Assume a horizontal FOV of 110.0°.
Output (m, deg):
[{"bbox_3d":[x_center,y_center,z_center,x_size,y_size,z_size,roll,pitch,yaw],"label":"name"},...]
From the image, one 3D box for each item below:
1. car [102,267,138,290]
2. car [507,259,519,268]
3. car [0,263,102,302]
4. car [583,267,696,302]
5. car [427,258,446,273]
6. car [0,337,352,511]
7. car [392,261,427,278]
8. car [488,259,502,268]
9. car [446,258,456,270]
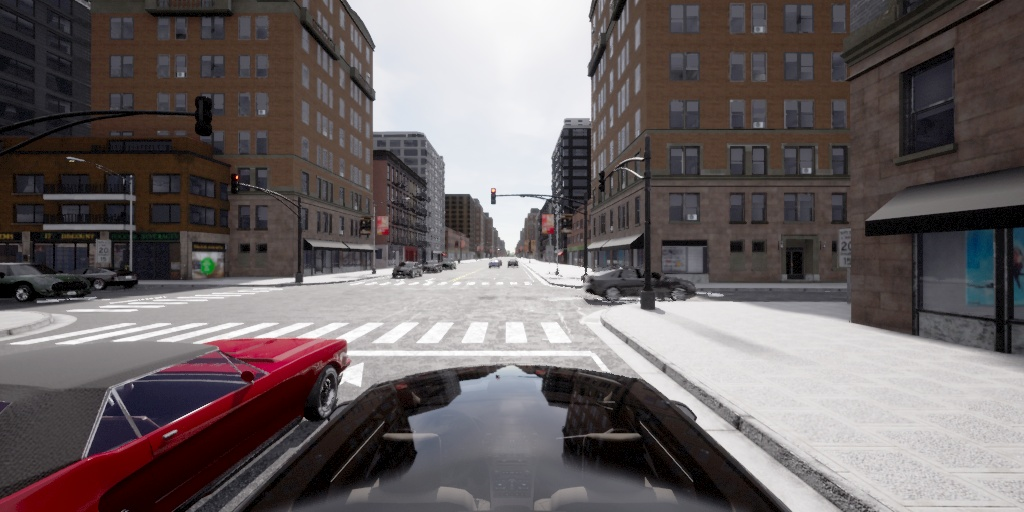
[{"bbox_3d":[-25.321,1.330,21.750,4.313,1.339,1.948,0,0,0],"label":"car"},{"bbox_3d":[0.168,1.245,62.244,1.837,1.490,4.892,0,0,0],"label":"car"},{"bbox_3d":[-22.162,1.096,16.241,4.553,1.767,2.097,0,0,0],"label":"car"},{"bbox_3d":[5.739,1.266,16.331,4.892,1.490,1.837,0,0,0],"label":"car"},{"bbox_3d":[-9.730,1.251,43.601,1.837,1.490,4.892,0,0,1],"label":"car"},{"bbox_3d":[-3.156,1.351,2.882,1.895,1.301,4.718,0,0,0],"label":"car"},{"bbox_3d":[-9.757,1.254,33.766,1.837,1.490,4.892,0,0,0],"label":"car"},{"bbox_3d":[-2.985,1.289,60.875,2.033,1.411,5.357,0,0,0],"label":"car"},{"bbox_3d":[-9.698,1.095,53.662,2.097,1.767,4.553,0,0,0],"label":"car"}]
